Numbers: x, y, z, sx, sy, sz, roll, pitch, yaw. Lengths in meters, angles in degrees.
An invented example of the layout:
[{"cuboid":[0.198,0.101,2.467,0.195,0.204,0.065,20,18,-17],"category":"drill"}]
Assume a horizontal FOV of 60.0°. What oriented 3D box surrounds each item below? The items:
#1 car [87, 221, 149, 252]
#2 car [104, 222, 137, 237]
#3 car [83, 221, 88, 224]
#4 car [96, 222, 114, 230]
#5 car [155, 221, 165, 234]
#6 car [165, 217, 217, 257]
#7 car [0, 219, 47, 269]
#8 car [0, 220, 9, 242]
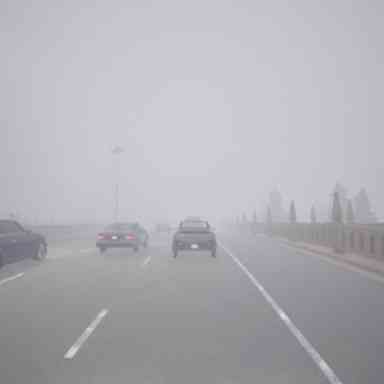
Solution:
[{"cuboid":[-3.397,2.243,17.081,2.033,1.411,5.357,0,-4,0],"category":"car"},{"cuboid":[-6.894,3.641,32.696,2.033,1.411,5.357,0,-5,0],"category":"car"},{"cuboid":[-20.795,6.656,67.137,2.097,1.767,4.553,0,-5,2],"category":"car"},{"cuboid":[-17.309,6.787,66.678,2.033,1.411,5.357,0,-5,2],"category":"car"},{"cuboid":[-3.393,4.319,40.592,2.128,1.511,4.902,0,-5,0],"category":"car"},{"cuboid":[0.103,2.072,15.435,2.128,1.511,4.902,0,-4,0],"category":"car"},{"cuboid":[-6.898,1.704,11.577,2.097,1.767,4.553,0,-3,0],"category":"car"},{"cuboid":[-14.096,2.553,21.417,1.837,1.490,4.892,0,-5,0],"category":"car"}]
